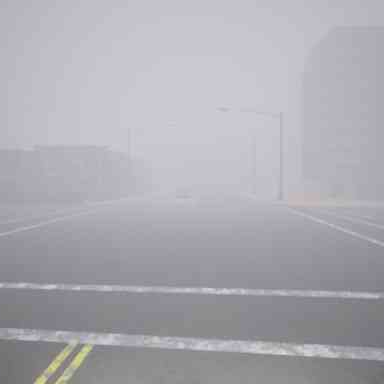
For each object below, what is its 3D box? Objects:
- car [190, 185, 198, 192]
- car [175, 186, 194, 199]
[{"bbox_3d":[0.195,-0.825,72.343,2.097,1.767,4.553,0,2,3],"label":"car"},{"bbox_3d":[-1.181,0.301,45.893,1.994,1.385,4.181,0,2,3],"label":"car"}]
